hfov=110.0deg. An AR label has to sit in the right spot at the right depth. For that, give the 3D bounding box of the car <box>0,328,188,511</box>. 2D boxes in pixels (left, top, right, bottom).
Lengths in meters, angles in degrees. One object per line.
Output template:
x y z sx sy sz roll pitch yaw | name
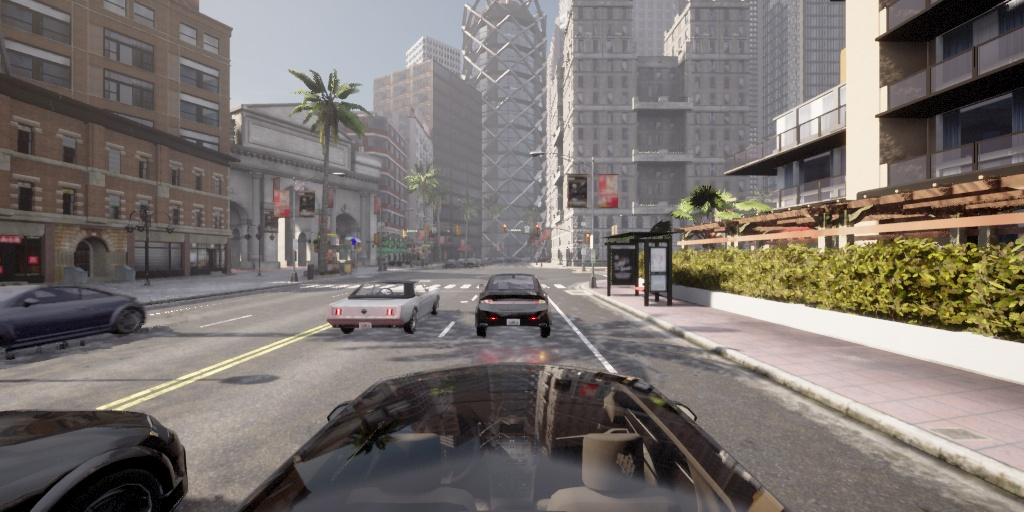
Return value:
-3.392 1.314 0.889 1.994 1.385 4.181 0 0 0 | car

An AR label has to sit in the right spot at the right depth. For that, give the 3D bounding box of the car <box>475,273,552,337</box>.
0.042 1.242 10.329 2.128 1.511 4.902 0 0 0 | car

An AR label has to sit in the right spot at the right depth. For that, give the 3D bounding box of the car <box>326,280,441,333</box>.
-3.457 1.351 10.708 1.895 1.301 4.718 0 0 0 | car

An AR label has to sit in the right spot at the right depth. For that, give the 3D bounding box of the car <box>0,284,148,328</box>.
-10.605 1.314 7.675 1.994 1.385 4.181 0 0 0 | car

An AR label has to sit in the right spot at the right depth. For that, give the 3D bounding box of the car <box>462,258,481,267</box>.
-7.184 1.102 63.935 2.097 1.767 4.553 0 0 0 | car

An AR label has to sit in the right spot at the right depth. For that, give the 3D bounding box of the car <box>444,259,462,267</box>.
-10.684 1.297 63.918 2.033 1.411 5.357 0 0 0 | car
